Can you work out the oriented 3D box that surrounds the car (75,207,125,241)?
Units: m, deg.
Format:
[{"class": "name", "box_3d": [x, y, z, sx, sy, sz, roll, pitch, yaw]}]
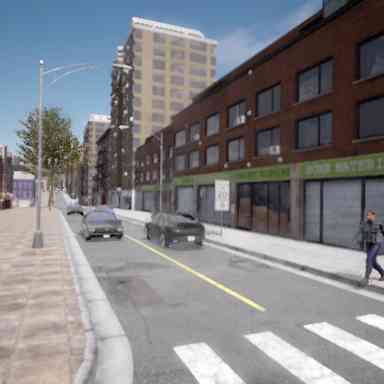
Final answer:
[{"class": "car", "box_3d": [-5.097, 1.767, 18.395, 2.033, 1.411, 5.357, 1, -1, -23]}]

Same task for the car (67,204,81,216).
[{"class": "car", "box_3d": [-14.894, 2.207, 42.260, 2.033, 1.411, 5.357, 1, -1, -22]}]

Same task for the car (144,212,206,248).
[{"class": "car", "box_3d": [-0.961, 1.722, 16.127, 1.837, 1.490, 4.892, 1, -1, -23]}]

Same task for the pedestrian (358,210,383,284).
[{"class": "pedestrian", "box_3d": [4.392, 1.269, 8.079, 0.375, 1.860, 0.375, 0, 0, -23]}]

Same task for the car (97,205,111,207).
[{"class": "car", "box_3d": [-10.185, 2.157, 38.362, 2.033, 1.411, 5.357, 1, -1, -23]}]
